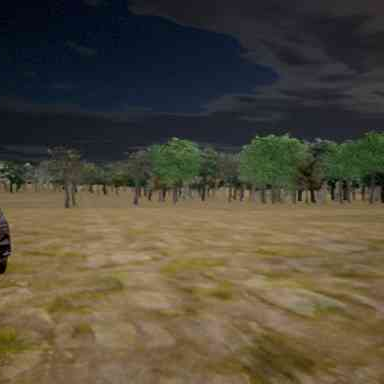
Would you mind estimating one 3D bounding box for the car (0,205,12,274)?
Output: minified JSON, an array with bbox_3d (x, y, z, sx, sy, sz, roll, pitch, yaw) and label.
[{"bbox_3d":[-7.158,1.117,9.658,5.566,2.045,2.150,0,-1,43],"label":"car"}]
